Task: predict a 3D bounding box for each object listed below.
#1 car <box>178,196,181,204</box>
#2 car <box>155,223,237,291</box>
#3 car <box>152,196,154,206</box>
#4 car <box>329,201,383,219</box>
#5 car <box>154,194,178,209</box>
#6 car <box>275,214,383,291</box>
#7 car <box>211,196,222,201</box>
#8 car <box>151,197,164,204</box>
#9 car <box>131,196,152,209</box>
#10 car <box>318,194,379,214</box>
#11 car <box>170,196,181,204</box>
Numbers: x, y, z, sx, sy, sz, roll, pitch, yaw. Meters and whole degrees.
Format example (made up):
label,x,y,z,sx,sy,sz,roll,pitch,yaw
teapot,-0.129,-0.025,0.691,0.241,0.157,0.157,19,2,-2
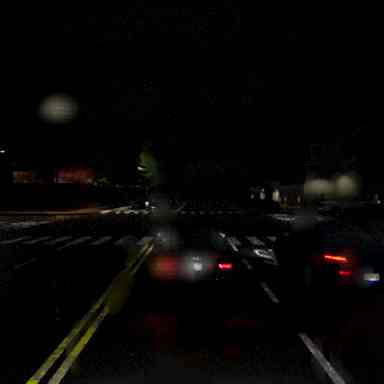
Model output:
label,x,y,z,sx,sy,sz,roll,pitch,yaw
car,-3.420,1.655,55.896,1.895,1.301,4.718,0,0,1
car,0.015,1.557,9.167,2.033,1.411,5.357,0,0,-2
car,-6.940,1.405,54.174,2.097,1.767,4.553,0,0,1
car,14.613,1.628,28.280,4.718,1.301,1.895,0,0,0
car,-3.507,1.266,46.133,2.150,2.045,5.566,0,0,1
car,3.582,1.535,8.931,1.812,1.442,4.674,0,0,0
car,6.260,1.635,84.992,1.994,1.385,4.181,0,0,20
car,-6.802,1.628,65.818,1.994,1.385,4.181,0,0,1
car,-7.010,1.549,45.207,1.837,1.490,4.892,0,0,1
car,15.025,1.252,31.799,5.566,2.045,2.150,0,0,1
car,-3.281,1.571,67.180,1.837,1.490,4.892,0,0,1
